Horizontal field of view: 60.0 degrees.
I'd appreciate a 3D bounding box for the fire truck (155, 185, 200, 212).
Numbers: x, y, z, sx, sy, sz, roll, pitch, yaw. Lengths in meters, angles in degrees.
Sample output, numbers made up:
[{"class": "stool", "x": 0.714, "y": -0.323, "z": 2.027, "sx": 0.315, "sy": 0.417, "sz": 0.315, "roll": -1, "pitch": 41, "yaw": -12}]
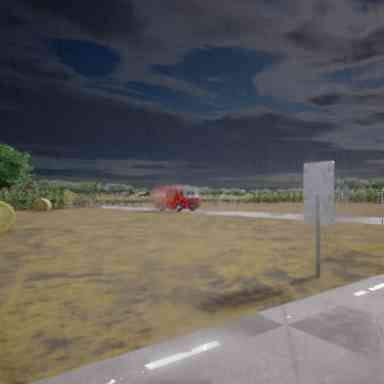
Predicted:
[{"class": "fire truck", "x": -2.326, "y": 0.924, "z": 49.704, "sx": 2.891, "sy": 3.827, "sz": 8.468, "roll": -1, "pitch": -1, "yaw": -35}]
